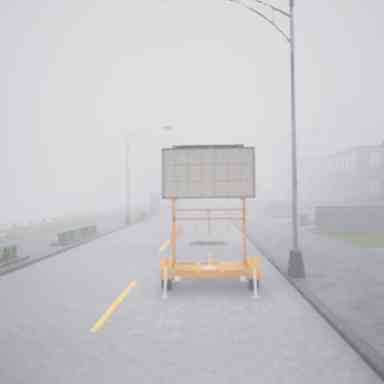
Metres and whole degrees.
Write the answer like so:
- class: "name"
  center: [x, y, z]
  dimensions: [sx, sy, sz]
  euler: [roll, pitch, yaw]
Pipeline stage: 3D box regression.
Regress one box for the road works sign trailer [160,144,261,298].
- class: "road works sign trailer"
  center: [0.440, 0.570, 8.745]
  dimensions: [2.380, 3.560, 2.880]
  euler: [-1, -1, 2]
